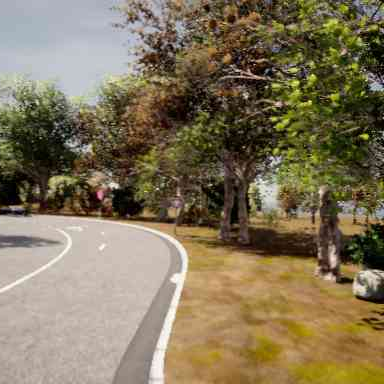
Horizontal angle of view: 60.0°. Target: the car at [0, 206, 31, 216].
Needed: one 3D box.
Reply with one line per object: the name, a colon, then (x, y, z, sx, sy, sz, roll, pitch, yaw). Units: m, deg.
car: (-23.625, 2.539, 43.802, 4.718, 1.301, 1.895, 0, -2, 26)
